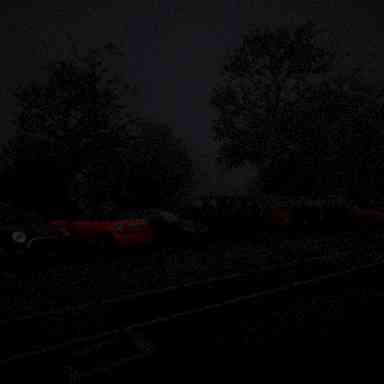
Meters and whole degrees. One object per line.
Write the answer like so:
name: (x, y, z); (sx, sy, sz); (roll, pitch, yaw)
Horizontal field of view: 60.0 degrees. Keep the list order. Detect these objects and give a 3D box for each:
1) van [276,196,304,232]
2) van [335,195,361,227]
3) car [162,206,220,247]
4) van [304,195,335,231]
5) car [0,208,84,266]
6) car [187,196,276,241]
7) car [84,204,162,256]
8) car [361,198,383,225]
van: (3.539, 1.237, 18.504); (4.442, 1.987, 1.878); (-1, -1, 34)
van: (8.371, 1.220, 21.986); (4.442, 1.987, 1.878); (-1, -1, 34)
car: (-1.389, 1.522, 15.093); (4.674, 1.452, 2.002); (-1, -1, 34)
van: (5.954, 1.228, 20.245); (4.442, 1.987, 1.878); (-1, -1, 34)
car: (-6.250, 1.374, 11.638); (4.553, 1.767, 2.185); (-1, -1, 34)
car: (0.999, 1.222, 16.845); (5.566, 2.045, 2.435); (-1, 0, 34)
car: (-3.785, 1.364, 13.333); (4.553, 1.767, 2.185); (-1, 0, 34)
car: (10.846, 1.433, 23.681); (5.366, 1.575, 1.946); (-1, -1, 34)
